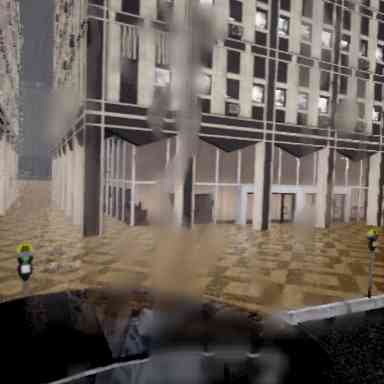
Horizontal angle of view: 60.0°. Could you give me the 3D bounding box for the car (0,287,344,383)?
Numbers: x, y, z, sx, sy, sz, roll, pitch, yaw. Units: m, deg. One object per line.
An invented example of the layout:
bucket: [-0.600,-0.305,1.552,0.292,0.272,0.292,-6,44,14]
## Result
car: [-1.031,1.417,1.964,4.313,1.339,1.947,1,2,-25]
